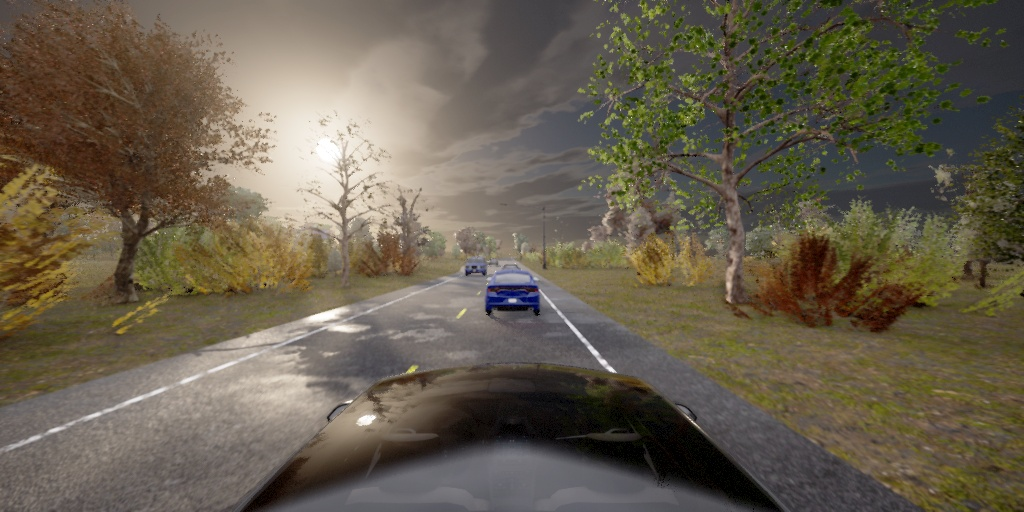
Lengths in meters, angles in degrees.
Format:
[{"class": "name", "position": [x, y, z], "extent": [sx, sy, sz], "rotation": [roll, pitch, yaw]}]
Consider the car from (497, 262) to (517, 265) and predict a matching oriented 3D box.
[{"class": "car", "position": [-0.086, 1.438, 32.477], "extent": [1.994, 1.385, 4.181], "rotation": [0, 0, 0]}]

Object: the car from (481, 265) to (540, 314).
[{"class": "car", "position": [0.019, 1.278, 13.983], "extent": [1.882, 1.535, 5.008], "rotation": [0, 0, 0]}]

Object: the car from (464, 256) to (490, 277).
[{"class": "car", "position": [-3.852, 1.114, 39.058], "extent": [2.150, 2.045, 5.566], "rotation": [0, 0, -1]}]
